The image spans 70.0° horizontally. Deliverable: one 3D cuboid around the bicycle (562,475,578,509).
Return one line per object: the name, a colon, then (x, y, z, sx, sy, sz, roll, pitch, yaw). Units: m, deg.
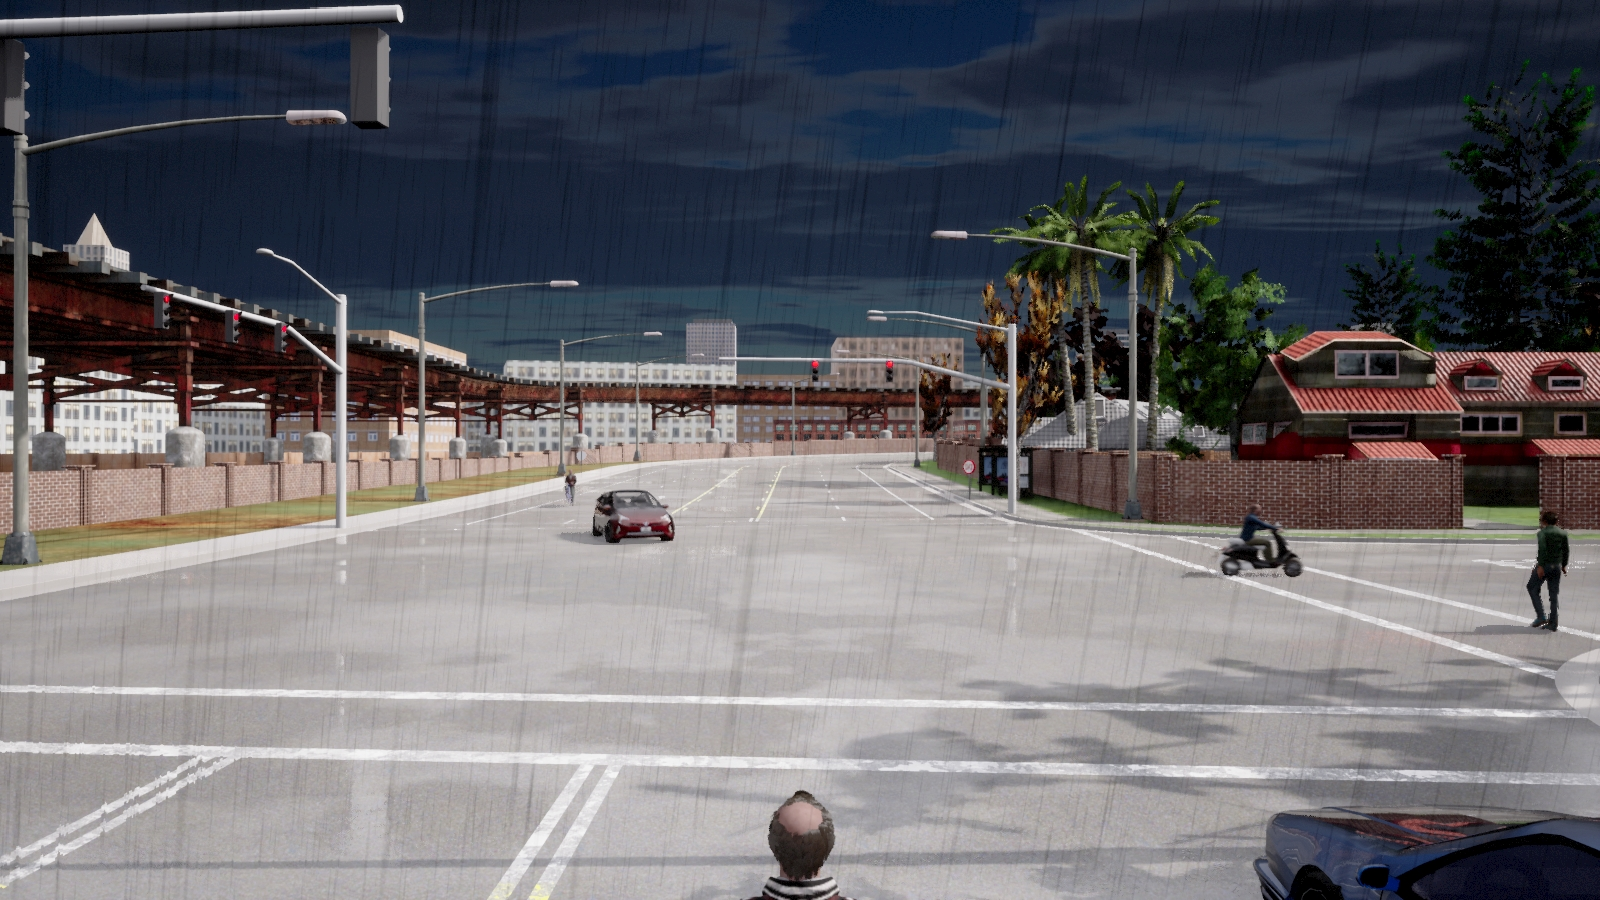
bicycle: (-10.525, 1.899, 52.309, 0.329, 1.496, 1.835, 0, 0, 0)

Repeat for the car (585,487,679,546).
car: (-5.283, 2.013, 35.527, 2.007, 1.525, 4.514, 0, 0, -20)

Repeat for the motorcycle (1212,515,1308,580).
motorcycle: (10.085, 2.120, 25.100, 1.805, 1.341, 0.856, 0, -1, 7)

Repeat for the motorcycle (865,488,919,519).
motorcycle: (3.810, 2.205, 47.102, 2.209, 1.251, 0.867, 0, 0, 6)

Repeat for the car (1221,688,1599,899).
car: (3.467, 2.106, 4.038, 2.033, 1.411, 5.357, 0, 0, 1)

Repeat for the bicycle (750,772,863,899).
bicycle: (0.019, 2.048, 3.681, 0.329, 1.496, 1.835, 0, 0, 0)

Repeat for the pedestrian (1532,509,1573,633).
pedestrian: (11.541, 1.848, 17.529, 0.375, 1.860, 0.375, 0, 0, 1)
